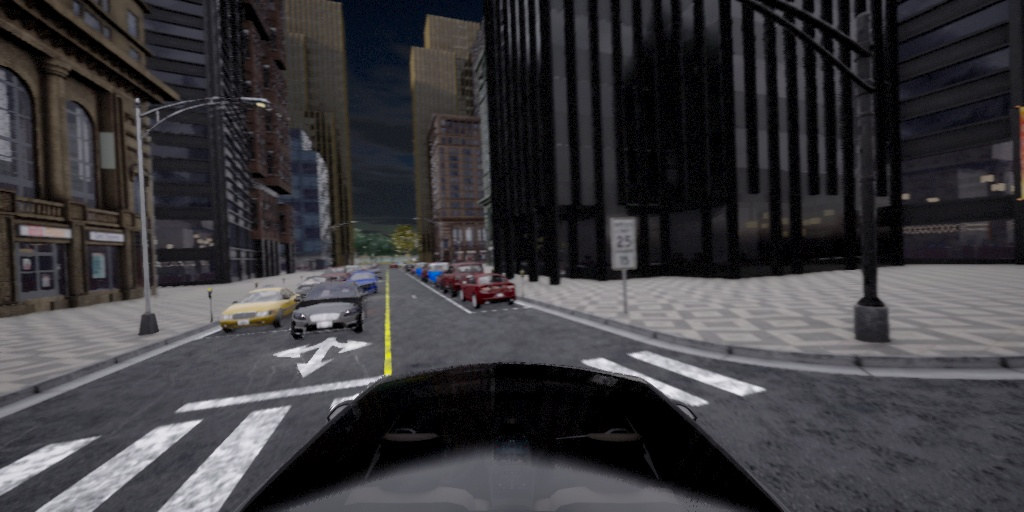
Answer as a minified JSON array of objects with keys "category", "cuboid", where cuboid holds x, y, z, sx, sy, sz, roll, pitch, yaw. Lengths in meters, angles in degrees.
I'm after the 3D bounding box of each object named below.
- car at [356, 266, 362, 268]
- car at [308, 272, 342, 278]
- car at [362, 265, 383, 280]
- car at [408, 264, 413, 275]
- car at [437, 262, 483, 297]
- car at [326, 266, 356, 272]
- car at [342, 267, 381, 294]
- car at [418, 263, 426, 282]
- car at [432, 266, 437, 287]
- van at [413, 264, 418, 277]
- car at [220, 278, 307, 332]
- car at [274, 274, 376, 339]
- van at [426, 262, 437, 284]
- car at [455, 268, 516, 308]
[{"category":"car","cuboid":[-18.821,2.170,41.351,1.967,1.591,4.097,0,0,-19]},{"category":"car","cuboid":[-12.420,1.974,22.886,2.007,1.370,4.403,0,0,-19]},{"category":"car","cuboid":[-16.752,2.188,43.721,2.033,1.411,5.357,-2,0,-19]},{"category":"car","cuboid":[-14.331,2.129,54.406,1.802,1.307,4.207,0,0,-19]},{"category":"car","cuboid":[-2.828,1.312,21.248,2.192,1.841,5.009,0,0,-19]},{"category":"car","cuboid":[-15.621,1.892,32.119,2.192,1.841,5.009,0,0,-19]},{"category":"car","cuboid":[-10.293,1.809,24.786,1.882,1.535,5.008,-2,0,-19]},{"category":"car","cuboid":[-7.810,1.552,35.673,2.192,1.841,5.009,0,0,-19]},{"category":"car","cuboid":[-4.489,1.660,26.056,1.802,1.307,4.207,0,0,-19]},{"category":"van","cuboid":[-11.131,1.737,45.289,1.690,1.789,3.998,0,0,-19]},{"category":"car","cuboid":[-9.164,1.794,13.493,1.751,1.417,4.829,0,0,-19]},{"category":"car","cuboid":[-5.828,1.607,11.889,2.128,1.511,4.902,-2,0,-19]},{"category":"van","cuboid":[-6.149,1.498,30.864,1.690,1.789,3.998,0,0,-19]},{"category":"car","cuboid":[-1.167,1.462,16.439,1.888,1.381,4.507,0,0,-19]}]
